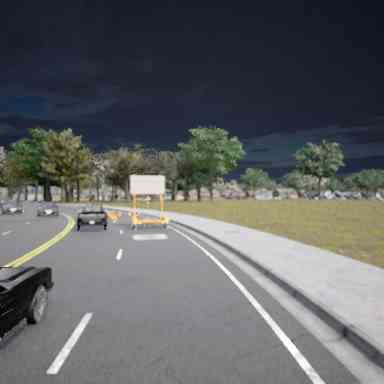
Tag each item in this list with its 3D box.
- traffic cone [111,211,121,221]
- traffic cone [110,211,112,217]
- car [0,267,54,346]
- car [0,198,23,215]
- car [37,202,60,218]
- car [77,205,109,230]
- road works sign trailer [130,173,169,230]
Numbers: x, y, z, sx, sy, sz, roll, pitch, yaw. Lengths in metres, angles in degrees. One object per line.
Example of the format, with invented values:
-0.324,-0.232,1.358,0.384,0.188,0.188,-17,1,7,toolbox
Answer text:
-6.486,2.119,28.289,0.340,0.580,0.340,0,0,-18,traffic cone
-7.118,2.133,30.186,0.340,0.580,0.340,0,0,-18,traffic cone
-3.450,1.635,4.241,1.895,1.301,4.718,0,0,-3,car
-20.794,1.831,38.574,2.128,1.511,4.902,0,0,-31,car
-14.616,1.748,33.773,2.128,1.511,4.902,0,0,-26,car
-6.668,1.629,22.370,2.128,1.511,4.902,0,0,-15,car
-2.962,0.577,22.102,2.380,3.560,2.880,0,0,-19,road works sign trailer
